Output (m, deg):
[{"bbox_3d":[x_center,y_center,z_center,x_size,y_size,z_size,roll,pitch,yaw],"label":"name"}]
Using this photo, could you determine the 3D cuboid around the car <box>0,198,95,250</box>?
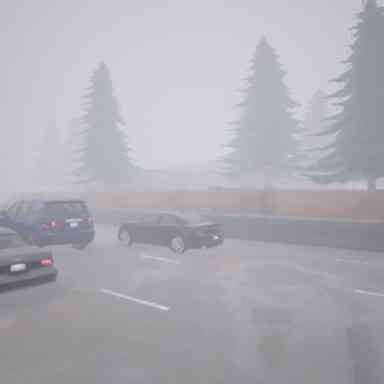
[{"bbox_3d":[-6.218,1.270,13.606,5.566,2.045,2.150,0,0,41],"label":"car"}]

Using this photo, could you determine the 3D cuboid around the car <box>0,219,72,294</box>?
[{"bbox_3d":[-5.438,1.579,8.340,5.357,1.411,2.033,0,0,40],"label":"car"}]

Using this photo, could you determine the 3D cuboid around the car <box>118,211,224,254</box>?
[{"bbox_3d":[-1.021,1.524,13.784,5.008,1.535,1.882,0,0,40],"label":"car"}]

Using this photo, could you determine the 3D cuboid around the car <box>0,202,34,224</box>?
[{"bbox_3d":[-14.597,1.589,26.577,2.128,1.511,4.902,0,0,-43],"label":"car"}]
